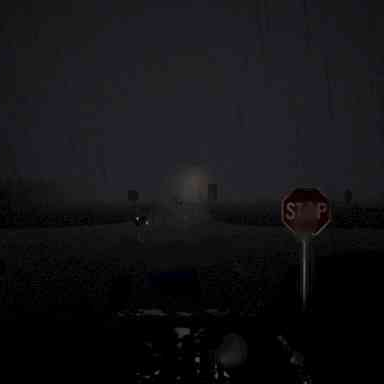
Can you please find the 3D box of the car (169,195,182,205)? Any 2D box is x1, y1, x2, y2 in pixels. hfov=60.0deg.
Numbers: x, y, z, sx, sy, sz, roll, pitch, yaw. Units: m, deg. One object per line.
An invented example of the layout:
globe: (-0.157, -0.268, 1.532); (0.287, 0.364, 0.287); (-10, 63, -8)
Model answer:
car: (-2.750, 1.267, 55.350); (2.097, 1.767, 4.553); (0, 0, 0)

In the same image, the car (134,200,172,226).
car: (-2.759, 1.544, 23.347); (2.033, 1.411, 5.357); (0, 0, 0)
